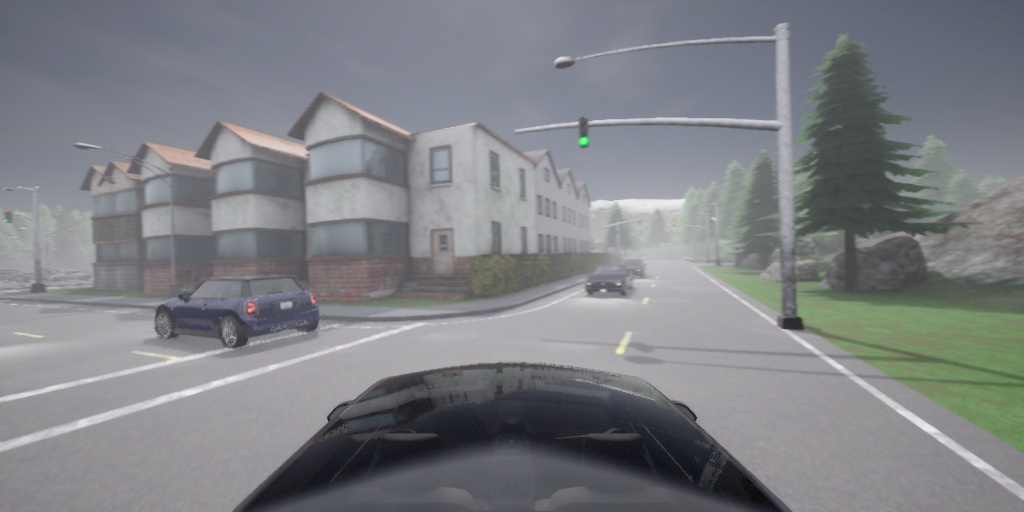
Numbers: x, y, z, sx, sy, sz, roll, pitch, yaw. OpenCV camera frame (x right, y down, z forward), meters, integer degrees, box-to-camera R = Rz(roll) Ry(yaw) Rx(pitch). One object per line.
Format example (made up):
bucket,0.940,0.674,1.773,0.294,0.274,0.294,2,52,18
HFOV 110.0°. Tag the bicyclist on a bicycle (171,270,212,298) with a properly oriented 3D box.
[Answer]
bicyclist on a bicycle,-15.455,1.474,17.342,0.582,1.620,1.656,-2,0,23

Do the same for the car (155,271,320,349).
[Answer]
car,-7.589,1.309,9.897,4.553,1.767,2.097,-2,0,25

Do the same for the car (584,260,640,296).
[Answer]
car,5.195,1.152,18.690,2.033,1.411,5.357,-2,0,24

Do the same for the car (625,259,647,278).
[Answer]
car,9.891,0.979,29.305,1.837,1.490,4.892,-2,0,24
